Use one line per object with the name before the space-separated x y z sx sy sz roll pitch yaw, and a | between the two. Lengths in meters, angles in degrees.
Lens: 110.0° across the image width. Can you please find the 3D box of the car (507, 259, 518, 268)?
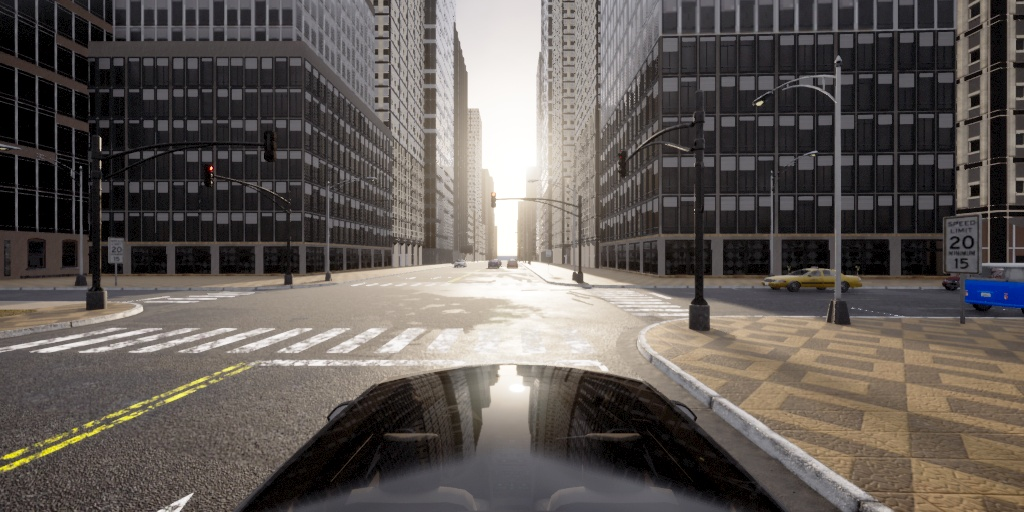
car | 0.084 1.425 63.635 1.994 1.385 4.181 0 0 0

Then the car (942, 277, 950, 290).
car | 26.947 1.356 20.114 4.207 1.307 1.802 0 0 2

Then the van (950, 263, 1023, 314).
van | 18.373 1.119 12.438 3.998 1.789 1.690 0 0 2

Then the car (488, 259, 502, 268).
car | -3.167 1.335 62.806 1.882 1.535 5.008 0 0 0

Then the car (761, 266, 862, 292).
car | 17.113 1.293 20.612 4.829 1.417 1.751 0 0 2
